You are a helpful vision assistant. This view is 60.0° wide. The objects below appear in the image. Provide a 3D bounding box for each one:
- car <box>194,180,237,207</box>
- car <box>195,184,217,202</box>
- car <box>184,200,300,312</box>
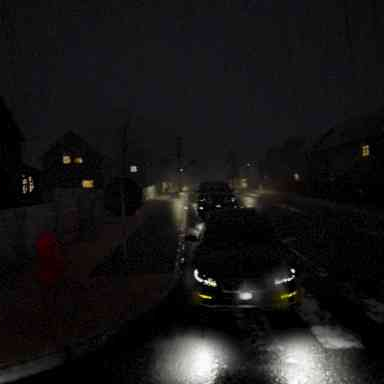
[{"bbox_3d":[1.356,0.313,20.479,2.150,2.045,5.566,-2,2,-1],"label":"car"},{"bbox_3d":[1.262,0.041,32.766,1.882,1.535,5.008,-2,2,0],"label":"car"},{"bbox_3d":[1.025,1.184,7.382,1.837,1.490,4.892,-2,3,5],"label":"car"}]
